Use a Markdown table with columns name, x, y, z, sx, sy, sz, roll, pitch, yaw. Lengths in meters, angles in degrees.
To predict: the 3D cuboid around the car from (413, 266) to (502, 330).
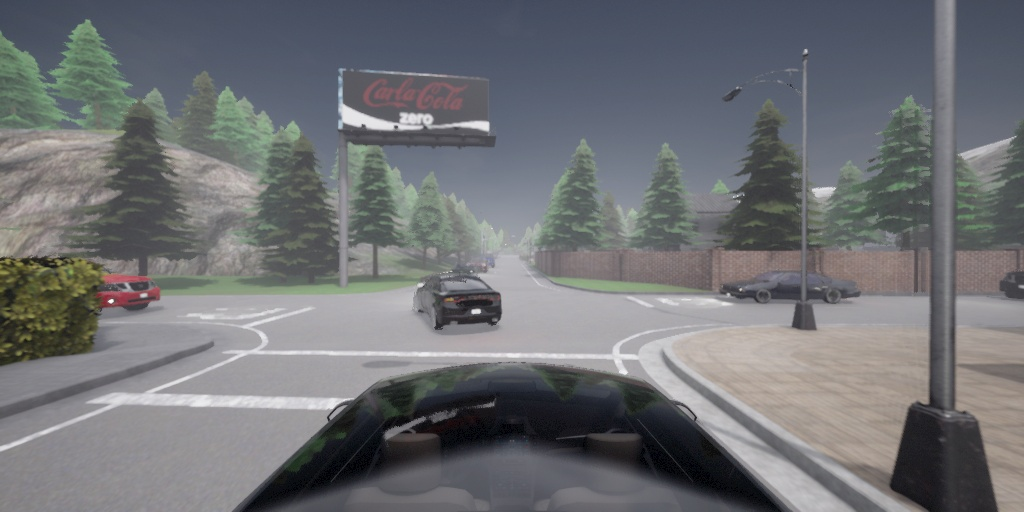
| name | x | y | z | sx | sy | sz | roll | pitch | yaw |
| --- | --- | --- | --- | --- | --- | --- | --- | --- | --- |
| car | -1.972 | 1.315 | 11.915 | 1.882 | 1.535 | 5.008 | 0 | 1 | -24 |

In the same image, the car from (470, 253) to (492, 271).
| name | x | y | z | sx | sy | sz | roll | pitch | yaw |
| --- | --- | --- | --- | --- | --- | --- | --- | --- | --- |
| car | -3.591 | 0.855 | 37.614 | 2.097 | 1.767 | 4.553 | 0 | 0 | 0 |

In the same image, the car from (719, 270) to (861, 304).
| name | x | y | z | sx | sy | sz | roll | pitch | yaw |
| --- | --- | --- | --- | --- | --- | --- | --- | --- | --- |
| car | 12.547 | 1.373 | 16.357 | 5.357 | 1.411 | 2.033 | 0 | 0 | 1 |

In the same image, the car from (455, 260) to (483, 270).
| name | x | y | z | sx | sy | sz | roll | pitch | yaw |
| --- | --- | --- | --- | --- | --- | --- | --- | --- | --- |
| car | -3.595 | 1.173 | 27.489 | 1.895 | 1.301 | 4.718 | 0 | 0 | 0 |

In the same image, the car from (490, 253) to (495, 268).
| name | x | y | z | sx | sy | sz | roll | pitch | yaw |
| --- | --- | --- | --- | --- | --- | --- | --- | --- | --- |
| car | -3.575 | 0.631 | 51.162 | 2.150 | 2.045 | 5.566 | 0 | 0 | 0 |

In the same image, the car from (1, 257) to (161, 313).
| name | x | y | z | sx | sy | sz | roll | pitch | yaw |
| --- | --- | --- | --- | --- | --- | --- | --- | --- | --- |
| car | -16.023 | 1.072 | 12.599 | 5.566 | 2.045 | 2.150 | 0 | 0 | -7 |

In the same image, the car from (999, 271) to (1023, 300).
| name | x | y | z | sx | sy | sz | roll | pitch | yaw |
| --- | --- | --- | --- | --- | --- | --- | --- | --- | --- |
| car | 25.805 | 1.051 | 16.123 | 5.566 | 2.045 | 2.150 | 0 | 0 | 1 |
